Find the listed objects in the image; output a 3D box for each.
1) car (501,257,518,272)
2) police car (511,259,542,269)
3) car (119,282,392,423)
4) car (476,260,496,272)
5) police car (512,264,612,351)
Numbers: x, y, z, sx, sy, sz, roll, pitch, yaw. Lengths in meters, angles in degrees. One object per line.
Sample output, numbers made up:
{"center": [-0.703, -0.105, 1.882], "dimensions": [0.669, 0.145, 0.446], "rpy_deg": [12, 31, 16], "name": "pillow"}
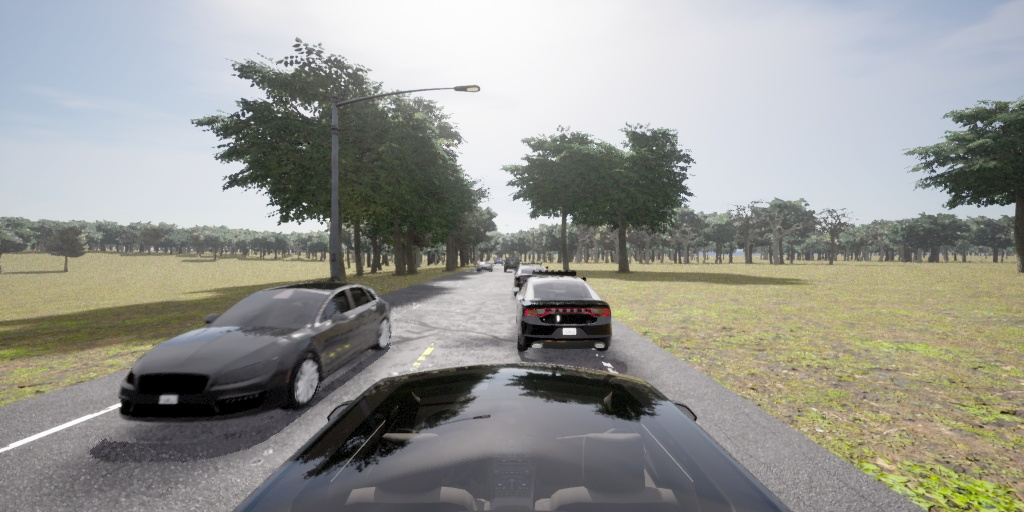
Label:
{"center": [0.018, 1.106, 48.488], "dimensions": [2.150, 2.045, 5.566], "rpy_deg": [0, -1, 0], "name": "car"}
{"center": [1.045, 1.172, 19.128], "dimensions": [1.930, 1.638, 5.238], "rpy_deg": [0, 0, 0], "name": "police car"}
{"center": [-3.599, 1.253, 6.184], "dimensions": [1.837, 1.490, 4.892], "rpy_deg": [0, 0, 0], "name": "car"}
{"center": [-3.613, 1.442, 47.748], "dimensions": [1.994, 1.385, 4.181], "rpy_deg": [0, 0, 0], "name": "car"}
{"center": [1.048, 1.173, 9.126], "dimensions": [1.930, 1.638, 5.238], "rpy_deg": [0, 0, 0], "name": "police car"}
